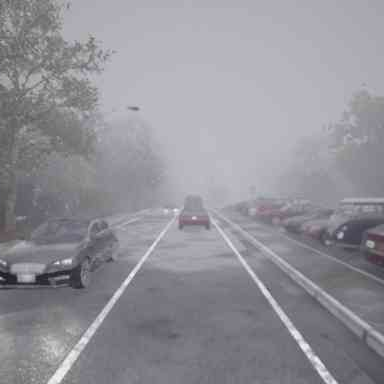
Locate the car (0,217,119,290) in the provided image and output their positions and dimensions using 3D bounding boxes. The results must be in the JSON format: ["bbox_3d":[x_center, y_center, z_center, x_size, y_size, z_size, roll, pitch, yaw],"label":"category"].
[{"bbox_3d":[-3.334,1.472,9.150,2.128,1.511,4.902,0,0,0],"label":"car"}]

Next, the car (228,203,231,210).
[{"bbox_3d":[7.174,1.626,39.439,5.008,1.535,2.097,0,-1,0],"label":"car"}]

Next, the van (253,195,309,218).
[{"bbox_3d":[7.244,1.297,25.564,4.442,1.987,1.878,0,0,0],"label":"van"}]

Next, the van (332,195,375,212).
[{"bbox_3d":[20.373,1.432,42.072,4.442,1.987,1.878,0,-1,0],"label":"van"}]

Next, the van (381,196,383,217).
[{"bbox_3d":[20.339,1.332,30.873,4.442,1.987,1.878,0,0,0],"label":"van"}]

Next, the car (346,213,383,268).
[{"bbox_3d":[7.108,1.441,8.900,4.792,1.488,2.163,0,0,0],"label":"car"}]

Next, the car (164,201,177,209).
[{"bbox_3d":[-3.209,1.974,51.302,1.895,1.301,4.718,0,-1,1],"label":"car"}]

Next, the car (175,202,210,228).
[{"bbox_3d":[0.146,1.579,22.297,1.994,1.385,4.181,0,0,0],"label":"car"}]

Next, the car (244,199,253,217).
[{"bbox_3d":[7.138,1.582,28.339,4.674,1.452,2.002,0,0,0],"label":"car"}]

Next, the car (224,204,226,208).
[{"bbox_3d":[6.999,1.700,44.980,5.366,1.575,1.946,0,-1,0],"label":"car"}]

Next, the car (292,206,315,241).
[{"bbox_3d":[7.097,1.489,14.458,4.674,1.452,2.002,0,0,0],"label":"car"}]

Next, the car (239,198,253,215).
[{"bbox_3d":[7.173,1.590,31.114,4.792,1.488,2.163,0,0,0],"label":"car"}]

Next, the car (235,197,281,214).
[{"bbox_3d":[7.191,1.475,36.663,4.553,1.767,2.185,0,0,0],"label":"car"}]

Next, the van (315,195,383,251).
[{"bbox_3d":[6.970,1.204,11.684,4.442,1.987,1.878,0,0,0],"label":"van"}]

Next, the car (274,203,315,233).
[{"bbox_3d":[7.073,1.497,17.236,4.792,1.488,2.163,0,0,0],"label":"car"}]

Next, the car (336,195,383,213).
[{"bbox_3d":[20.275,1.370,39.181,5.566,2.045,2.435,0,-1,0],"label":"car"}]

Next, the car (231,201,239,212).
[{"bbox_3d":[7.123,1.328,33.893,5.566,2.045,2.435,0,0,0],"label":"car"}]

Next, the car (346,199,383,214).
[{"bbox_3d":[20.054,1.594,36.411,5.366,1.575,1.946,0,-1,0],"label":"car"}]

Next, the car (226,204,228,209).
[{"bbox_3d":[7.182,1.662,42.211,4.892,1.521,2.231,0,-1,0],"label":"car"}]

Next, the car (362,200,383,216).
[{"bbox_3d":[20.224,1.578,33.643,4.892,1.521,2.231,0,0,0],"label":"car"}]

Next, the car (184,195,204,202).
[{"bbox_3d":[0.190,1.390,39.775,2.150,2.045,5.566,0,0,0],"label":"car"}]

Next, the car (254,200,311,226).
[{"bbox_3d":[7.125,1.504,22.786,5.008,1.535,2.097,0,0,0],"label":"car"}]
